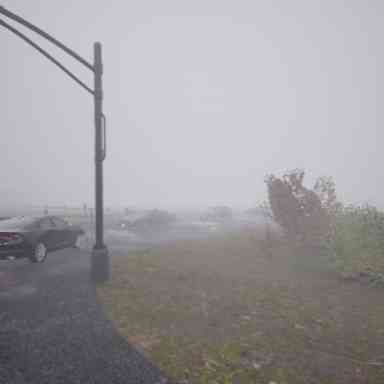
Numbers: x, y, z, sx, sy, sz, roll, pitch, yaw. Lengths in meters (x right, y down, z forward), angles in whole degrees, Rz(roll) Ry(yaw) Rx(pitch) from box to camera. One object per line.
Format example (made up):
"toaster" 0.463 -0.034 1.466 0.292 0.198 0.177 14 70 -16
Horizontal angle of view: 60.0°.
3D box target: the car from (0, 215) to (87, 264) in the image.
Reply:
"car" -5.732 1.603 12.394 1.882 1.535 5.008 -2 -2 6

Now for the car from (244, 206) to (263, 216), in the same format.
"car" 8.363 2.364 41.833 1.895 1.301 4.718 -1 -2 34

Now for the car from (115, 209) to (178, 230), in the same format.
"car" -3.195 1.972 24.903 2.033 1.411 5.357 -1 -2 34

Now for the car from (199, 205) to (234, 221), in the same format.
"car" 2.541 2.098 33.314 1.837 1.490 4.892 -1 -2 34
